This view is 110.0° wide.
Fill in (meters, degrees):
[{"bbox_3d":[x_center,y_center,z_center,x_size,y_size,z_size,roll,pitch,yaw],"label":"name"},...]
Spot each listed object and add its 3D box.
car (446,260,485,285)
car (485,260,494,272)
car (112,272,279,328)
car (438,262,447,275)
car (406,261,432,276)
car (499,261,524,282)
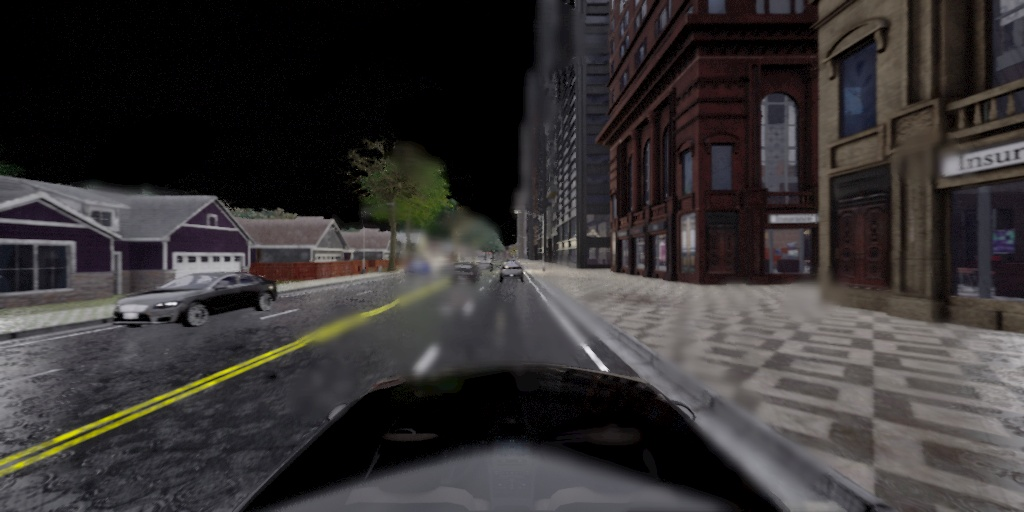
[{"bbox_3d":[-3.273,1.269,26.233,1.837,1.490,4.892,0,0,0],"label":"car"},{"bbox_3d":[-3.355,1.257,46.682,2.128,1.511,4.902,0,0,0],"label":"car"},{"bbox_3d":[-9.874,1.290,11.733,2.128,1.511,4.902,0,0,0],"label":"car"},{"bbox_3d":[-6.668,1.344,38.798,1.994,1.385,4.181,0,0,0],"label":"car"},{"bbox_3d":[-9.919,1.273,38.587,1.882,1.535,5.008,0,0,0],"label":"car"},{"bbox_3d":[-0.029,1.239,29.140,2.128,1.511,4.902,0,0,0],"label":"car"}]
